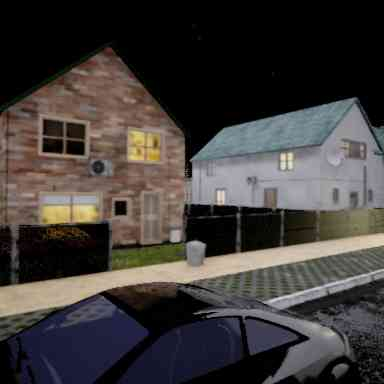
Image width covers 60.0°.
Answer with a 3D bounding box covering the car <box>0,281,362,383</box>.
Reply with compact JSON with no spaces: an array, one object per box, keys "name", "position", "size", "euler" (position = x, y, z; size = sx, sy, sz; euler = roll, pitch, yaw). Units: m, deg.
[{"name":"car","position":[-0.463,1.568,2.732],"size":[4.181,1.385,1.994],"euler":[0,0,-35]}]
